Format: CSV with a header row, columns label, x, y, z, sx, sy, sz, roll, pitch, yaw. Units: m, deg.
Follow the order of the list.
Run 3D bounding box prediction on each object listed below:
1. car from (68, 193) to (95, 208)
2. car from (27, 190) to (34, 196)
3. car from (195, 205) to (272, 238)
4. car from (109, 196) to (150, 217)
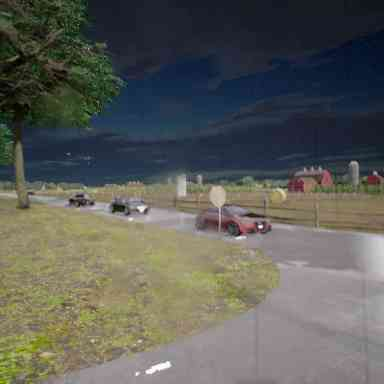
label,x,y,z,sx,sy,sz,roll,pitch,yaw
car,-12.626,0.874,37.802,1.882,1.535,5.008,-1,1,-34
car,-41.258,0.197,84.051,1.882,1.535,5.008,-1,1,-35
car,1.968,1.360,16.738,1.994,1.385,4.181,-1,2,-35
car,-5.169,1.080,27.034,2.128,1.511,4.902,-1,2,-35
